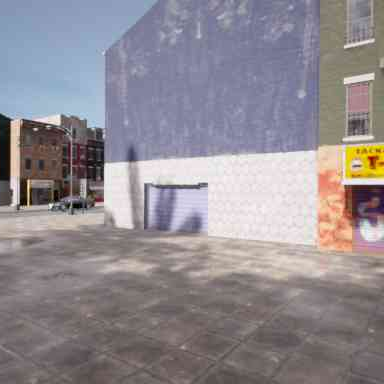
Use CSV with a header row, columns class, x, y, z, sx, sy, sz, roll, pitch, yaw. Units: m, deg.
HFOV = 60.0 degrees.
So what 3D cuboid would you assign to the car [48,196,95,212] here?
class,x,y,z,sx,sy,sz,roll,pitch,yaw
car,-12.369,1.182,34.426,2.128,1.511,4.902,1,1,36
